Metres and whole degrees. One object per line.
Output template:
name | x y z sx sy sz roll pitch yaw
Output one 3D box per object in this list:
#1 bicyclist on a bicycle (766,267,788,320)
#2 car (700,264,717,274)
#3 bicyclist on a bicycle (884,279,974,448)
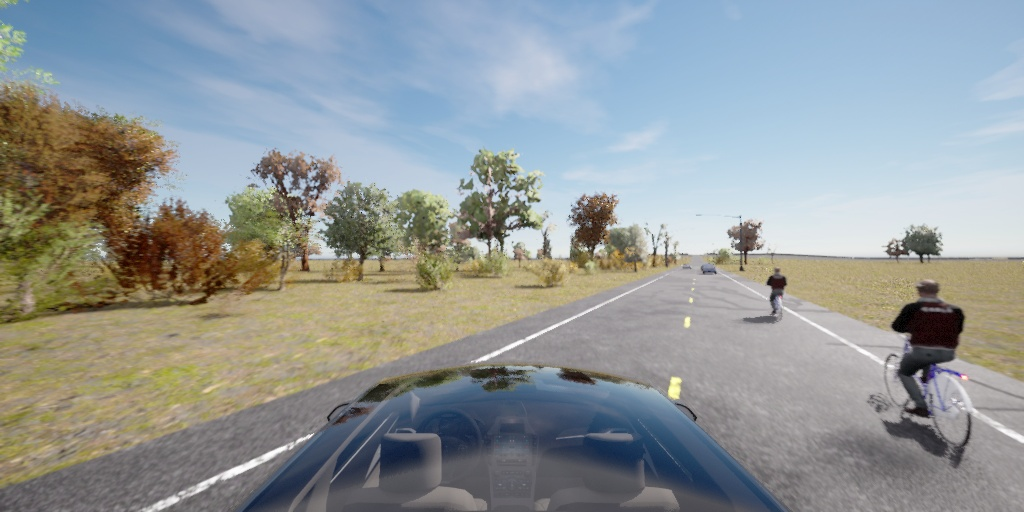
bicyclist on a bicycle | 9.085 1.259 12.340 0.659 1.776 1.843 0 -1 27
car | 29.223 1.948 53.168 2.033 1.411 5.357 0 -1 27
bicyclist on a bicycle | 4.934 1.157 4.349 0.659 1.776 1.843 0 -1 28
